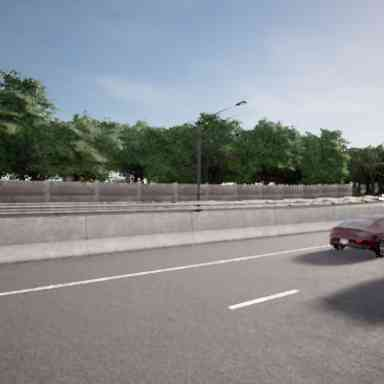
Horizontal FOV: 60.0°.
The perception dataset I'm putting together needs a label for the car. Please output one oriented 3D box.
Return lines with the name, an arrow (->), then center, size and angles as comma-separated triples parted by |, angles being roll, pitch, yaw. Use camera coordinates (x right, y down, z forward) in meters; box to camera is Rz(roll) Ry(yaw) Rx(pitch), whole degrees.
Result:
car -> 7.405, 1.620, 13.333 | 4.674, 1.442, 1.812 | 0, 0, -34
